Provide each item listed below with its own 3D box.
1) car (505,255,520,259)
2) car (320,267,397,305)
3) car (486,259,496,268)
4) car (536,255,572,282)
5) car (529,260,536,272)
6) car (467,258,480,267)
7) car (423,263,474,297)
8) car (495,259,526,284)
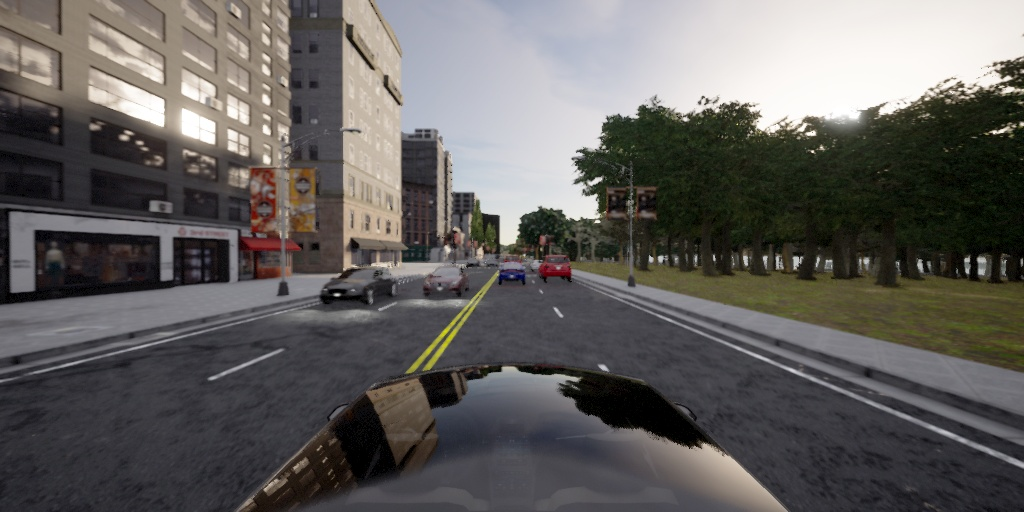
[{"bbox_3d":[0.074,0.919,43.625,2.150,2.045,5.566,0,0,0],"label":"car"},{"bbox_3d":[-6.588,1.241,15.933,1.837,1.490,4.892,0,0,0],"label":"car"},{"bbox_3d":[-3.289,1.228,60.222,1.994,1.385,4.181,0,0,1],"label":"car"},{"bbox_3d":[3.355,0.942,28.560,2.150,2.045,5.566,0,0,0],"label":"car"},{"bbox_3d":[3.331,1.217,45.370,1.812,1.442,4.674,0,0,0],"label":"car"},{"bbox_3d":[-6.527,1.170,61.187,1.837,1.490,4.892,0,0,1],"label":"car"},{"bbox_3d":[-3.330,1.256,18.903,1.812,1.442,4.674,0,0,0],"label":"car"},{"bbox_3d":[0.015,1.199,26.398,1.882,1.535,5.008,0,0,0],"label":"car"}]
